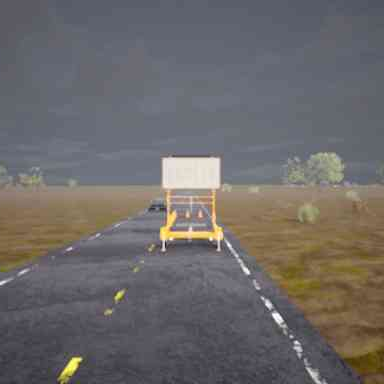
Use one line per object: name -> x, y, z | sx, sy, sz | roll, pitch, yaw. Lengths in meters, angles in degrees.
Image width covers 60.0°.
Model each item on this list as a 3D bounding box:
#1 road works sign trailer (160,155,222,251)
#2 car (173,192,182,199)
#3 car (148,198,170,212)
road works sign trailer -> -0.031, 0.318, 13.409 | 2.380, 3.560, 2.880 | 0, 1, 0
car -> -3.173, 0.721, 73.878 | 2.128, 1.511, 4.902 | 0, 1, 0
car -> -3.173, 1.249, 32.557 | 1.895, 1.301, 4.718 | 0, 1, 0
